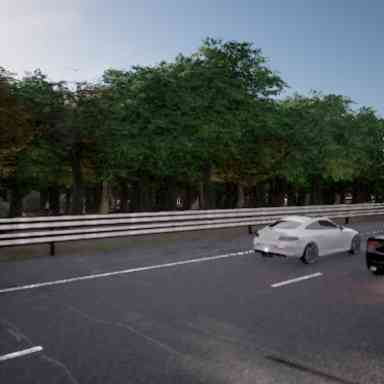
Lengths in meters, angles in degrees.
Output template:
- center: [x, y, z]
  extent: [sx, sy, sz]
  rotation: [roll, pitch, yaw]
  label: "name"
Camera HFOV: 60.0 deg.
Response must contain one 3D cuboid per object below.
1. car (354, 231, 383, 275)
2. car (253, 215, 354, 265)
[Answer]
- center: [6.832, 1.506, 9.408]
  extent: [5.008, 1.535, 1.882]
  rotation: [0, 0, -37]
  label: "car"
- center: [4.151, 1.552, 11.763]
  extent: [4.674, 1.442, 1.812]
  rotation: [0, 0, -37]
  label: "car"
